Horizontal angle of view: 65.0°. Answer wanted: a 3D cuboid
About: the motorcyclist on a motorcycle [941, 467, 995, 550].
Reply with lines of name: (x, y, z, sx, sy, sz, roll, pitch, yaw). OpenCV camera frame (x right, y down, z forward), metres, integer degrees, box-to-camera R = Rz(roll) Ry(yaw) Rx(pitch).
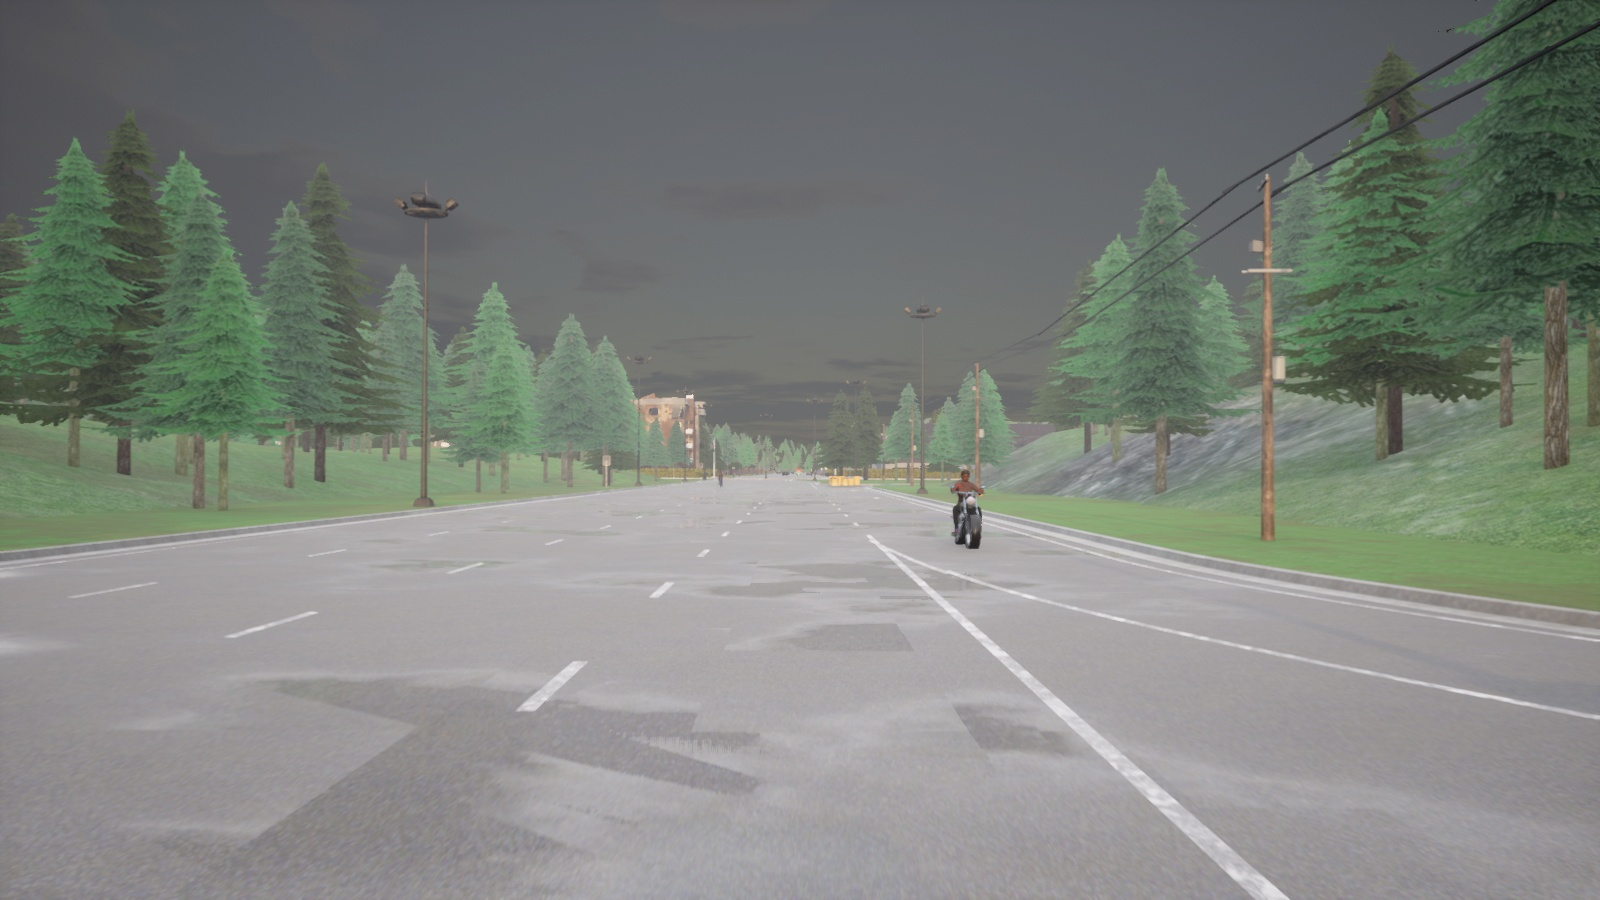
motorcyclist on a motorcycle: (3.456, 1.185, 26.000, 0.766, 1.649, 2.350, 0, -1, -1)
